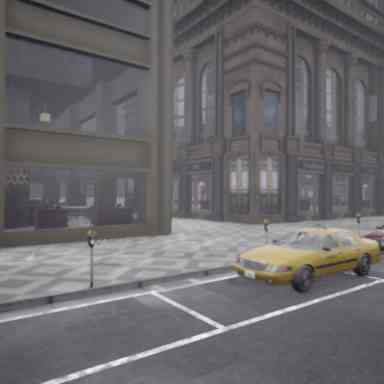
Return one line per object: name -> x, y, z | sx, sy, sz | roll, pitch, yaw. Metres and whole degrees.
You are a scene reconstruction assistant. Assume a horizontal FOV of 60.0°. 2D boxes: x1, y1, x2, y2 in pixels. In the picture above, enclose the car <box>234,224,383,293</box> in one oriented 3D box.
car -> 3.284, 1.569, 9.003 | 4.829, 1.417, 1.752 | 0, 0, -36
